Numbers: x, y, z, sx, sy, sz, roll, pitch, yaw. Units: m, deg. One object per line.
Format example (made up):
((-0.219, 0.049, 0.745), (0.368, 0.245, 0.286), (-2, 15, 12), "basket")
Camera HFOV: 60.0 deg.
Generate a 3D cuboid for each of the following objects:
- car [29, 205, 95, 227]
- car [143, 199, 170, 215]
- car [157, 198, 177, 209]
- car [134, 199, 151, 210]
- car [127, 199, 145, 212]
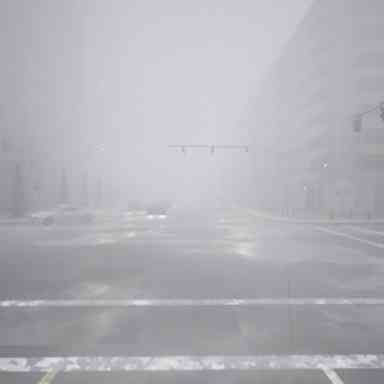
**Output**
((-9.373, 1.690, 24.328), (1.812, 1.442, 4.674), (2, 1, 42), "car")
((-3.772, 1.793, 36.179), (1.994, 1.385, 4.181), (0, 0, 0), "car")
((-3.843, 1.871, 51.165), (2.033, 1.411, 5.357), (0, 0, 0), "car")
((-7.235, 1.838, 49.052), (1.812, 1.442, 4.674), (0, 0, 0), "car")
((-7.308, 1.755, 43.797), (1.882, 1.535, 5.008), (0, 0, 0), "car")
